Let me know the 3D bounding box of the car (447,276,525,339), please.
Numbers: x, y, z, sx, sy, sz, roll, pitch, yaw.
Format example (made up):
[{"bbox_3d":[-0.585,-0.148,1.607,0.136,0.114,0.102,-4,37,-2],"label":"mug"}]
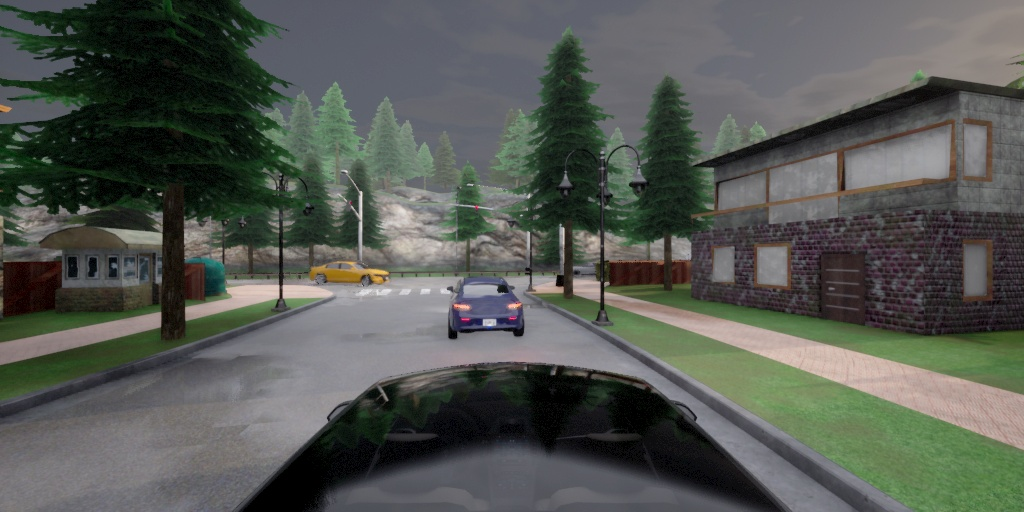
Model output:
[{"bbox_3d":[-0.832,1.276,10.050,1.812,1.442,4.674,0,0,-9],"label":"car"}]

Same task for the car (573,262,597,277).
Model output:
[{"bbox_3d":[6.880,1.193,32.181,4.718,1.301,1.895,0,0,-12],"label":"car"}]

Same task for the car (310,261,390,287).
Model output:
[{"bbox_3d":[-10.396,1.104,23.150,5.008,1.535,1.882,1,-1,8],"label":"car"}]
